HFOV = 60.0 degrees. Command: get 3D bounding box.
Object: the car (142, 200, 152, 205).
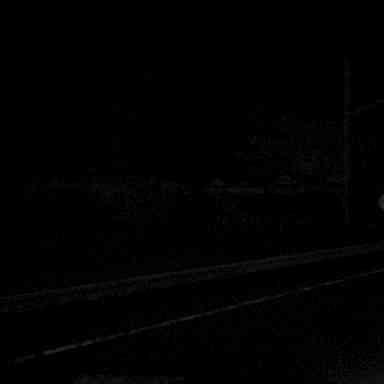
[{"bbox_3d":[-4.505,1.629,42.087,1.895,1.301,4.718,0,0,-32],"label":"car"}]
